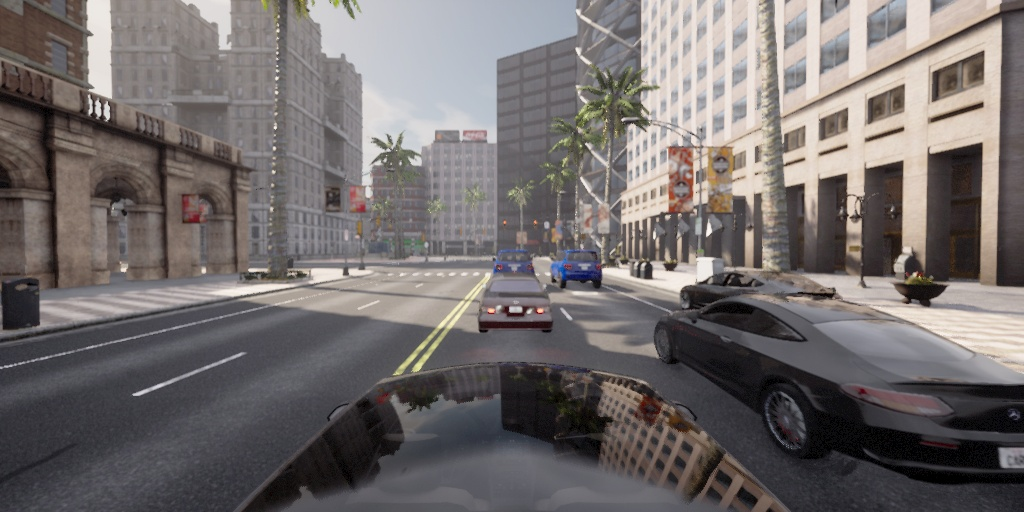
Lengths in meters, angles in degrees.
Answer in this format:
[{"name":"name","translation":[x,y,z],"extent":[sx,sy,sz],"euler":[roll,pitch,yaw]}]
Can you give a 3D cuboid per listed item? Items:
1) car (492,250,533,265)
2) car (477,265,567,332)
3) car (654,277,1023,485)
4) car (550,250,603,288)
[{"name":"car","translation":[0.048,0.665,20.454],"extent":[2.150,2.045,5.566],"euler":[0,1,-2]},{"name":"car","translation":[0.070,1.158,10.241],"extent":[2.033,1.411,5.357],"euler":[0,1,0]},{"name":"car","translation":[3.590,1.225,4.834],"extent":[1.812,1.442,4.674],"euler":[0,1,0]},{"name":"car","translation":[3.548,0.662,20.589],"extent":[2.150,2.045,5.566],"euler":[0,1,-2]}]
